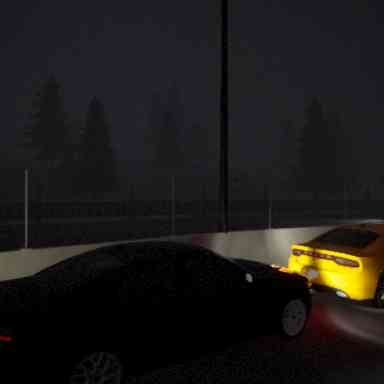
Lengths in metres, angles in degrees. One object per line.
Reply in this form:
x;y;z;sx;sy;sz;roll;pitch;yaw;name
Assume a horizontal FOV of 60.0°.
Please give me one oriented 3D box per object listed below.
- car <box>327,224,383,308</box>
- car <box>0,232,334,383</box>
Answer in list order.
4.588;1.509;7.982;5.008;1.535;1.882;0;0;-30;car
-0.284;1.480;4.928;5.008;1.535;1.882;0;0;-34;car
